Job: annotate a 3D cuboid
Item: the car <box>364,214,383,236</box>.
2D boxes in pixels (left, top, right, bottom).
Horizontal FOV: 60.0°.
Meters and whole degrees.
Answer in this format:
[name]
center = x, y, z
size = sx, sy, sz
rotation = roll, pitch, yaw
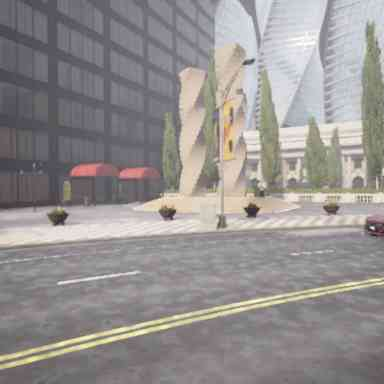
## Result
[car]
center = 10.307, 1.281, 15.035
size = 5.008, 1.535, 1.882
rotation = 0, 0, -12
